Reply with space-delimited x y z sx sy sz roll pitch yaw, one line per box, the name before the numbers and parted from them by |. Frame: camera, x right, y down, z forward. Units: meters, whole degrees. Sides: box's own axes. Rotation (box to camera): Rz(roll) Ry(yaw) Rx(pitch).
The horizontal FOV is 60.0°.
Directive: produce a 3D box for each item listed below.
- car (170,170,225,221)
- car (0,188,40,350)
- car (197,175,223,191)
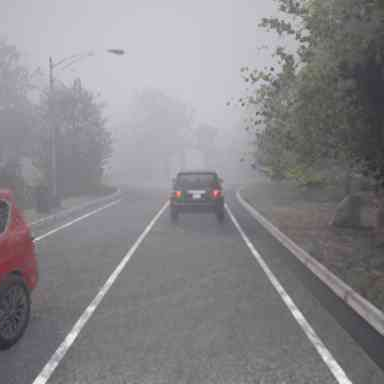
car | 0.248 0.007 14.851 2.150 2.045 5.566 0 5 1
car | -3.342 1.092 2.692 2.150 2.045 5.566 0 5 0
car | 1.789 -0.958 32.127 1.994 1.385 4.181 0 4 10
